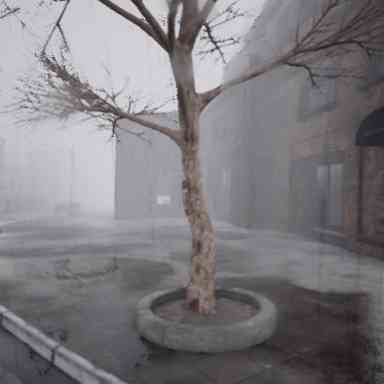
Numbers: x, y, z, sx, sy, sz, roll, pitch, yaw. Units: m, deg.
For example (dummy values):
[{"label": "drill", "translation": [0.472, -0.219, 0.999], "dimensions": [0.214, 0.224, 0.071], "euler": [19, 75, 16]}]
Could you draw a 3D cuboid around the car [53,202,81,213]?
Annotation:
[{"label": "car", "translation": [-16.561, 2.014, 44.077], "dimensions": [1.812, 1.442, 4.674], "euler": [1, -1, 8]}]
